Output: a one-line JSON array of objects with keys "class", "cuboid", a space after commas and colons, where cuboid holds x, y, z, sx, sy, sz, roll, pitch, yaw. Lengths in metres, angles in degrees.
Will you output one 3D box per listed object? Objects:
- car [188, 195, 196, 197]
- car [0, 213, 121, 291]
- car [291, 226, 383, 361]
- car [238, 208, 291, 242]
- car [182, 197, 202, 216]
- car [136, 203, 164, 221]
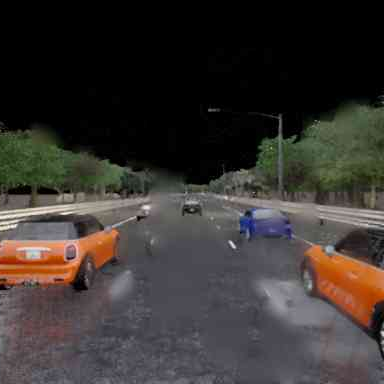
[{"class": "car", "cuboid": [0.098, 1.635, 50.605, 1.837, 1.490, 4.892, 0, 0, 0]}, {"class": "car", "cuboid": [-3.399, 1.376, 9.252, 2.097, 1.767, 4.553, 0, 0, 0]}, {"class": "car", "cuboid": [3.501, 1.368, 5.746, 2.097, 1.767, 4.553, 0, 0, 0]}, {"class": "car", "cuboid": [3.500, 1.522, 16.776, 1.882, 1.535, 5.008, 0, 0, 0]}, {"class": "car", "cuboid": [-0.008, 1.566, 34.111, 1.882, 1.535, 5.008, 0, 0, 0]}, {"class": "car", "cuboid": [-3.400, 1.619, 27.670, 2.033, 1.411, 5.357, 0, 0, 0]}]
